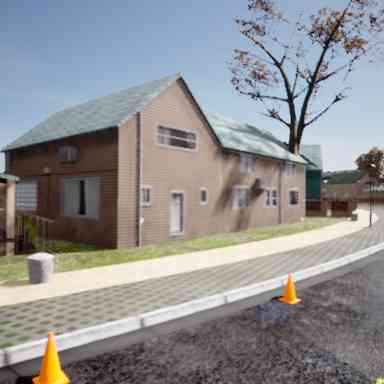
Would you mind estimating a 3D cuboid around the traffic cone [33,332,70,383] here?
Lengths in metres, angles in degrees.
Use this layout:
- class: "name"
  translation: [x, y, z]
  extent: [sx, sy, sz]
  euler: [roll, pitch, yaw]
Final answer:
- class: "traffic cone"
  translation: [-1.697, 1.985, 4.009]
  extent: [0.340, 0.580, 0.340]
  euler: [0, 0, -37]

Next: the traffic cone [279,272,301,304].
- class: "traffic cone"
  translation: [2.077, 1.996, 7.037]
  extent: [0.340, 0.580, 0.340]
  euler: [0, 0, -41]
